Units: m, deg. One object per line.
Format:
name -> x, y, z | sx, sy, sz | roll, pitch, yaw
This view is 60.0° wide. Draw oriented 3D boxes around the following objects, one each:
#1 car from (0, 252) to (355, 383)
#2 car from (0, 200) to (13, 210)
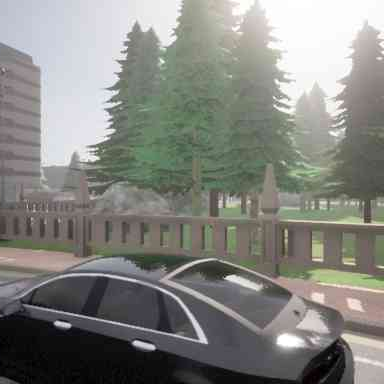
car -> -0.788, 1.505, 3.968 | 4.892, 1.490, 1.837 | 0, 0, 29
car -> -22.588, 1.602, 38.917 | 2.033, 1.411, 5.357 | 0, 0, 22
